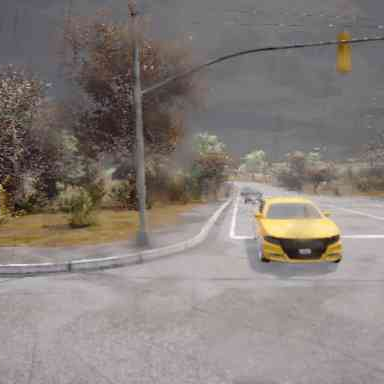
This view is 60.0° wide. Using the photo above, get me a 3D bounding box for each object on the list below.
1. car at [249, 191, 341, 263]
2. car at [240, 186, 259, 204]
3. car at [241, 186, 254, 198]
[{"bbox_3d":[2.831,0.916,9.788,1.882,1.535,5.008,-2,2,8],"label":"car"},{"bbox_3d":[6.484,0.443,35.504,2.128,1.511,4.902,-2,0,8],"label":"car"},{"bbox_3d":[9.991,-0.044,60.192,2.150,2.045,5.566,-2,0,8],"label":"car"}]
